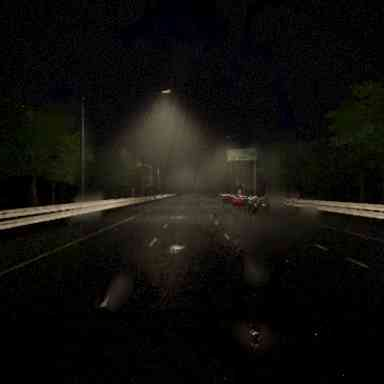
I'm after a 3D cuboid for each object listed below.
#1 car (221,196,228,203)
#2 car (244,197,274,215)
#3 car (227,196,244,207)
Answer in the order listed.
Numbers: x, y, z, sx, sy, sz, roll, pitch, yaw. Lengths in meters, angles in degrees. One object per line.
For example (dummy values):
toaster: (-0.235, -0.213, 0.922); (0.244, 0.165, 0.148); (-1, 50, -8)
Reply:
car: (7.224, 1.500, 68.880); (1.812, 1.442, 4.674); (0, 0, 0)
car: (7.051, 1.352, 34.652); (2.097, 1.767, 4.553); (0, 0, 0)
car: (7.124, 1.558, 51.657); (1.994, 1.385, 4.181); (0, 0, 0)
